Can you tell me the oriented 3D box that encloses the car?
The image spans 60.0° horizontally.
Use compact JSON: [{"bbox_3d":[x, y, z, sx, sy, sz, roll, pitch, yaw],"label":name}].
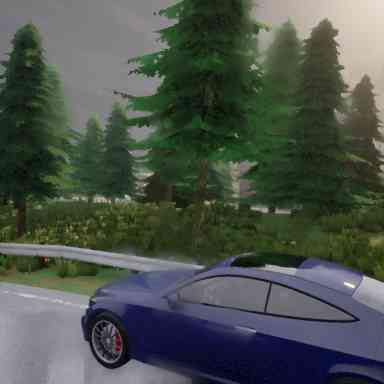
[{"bbox_3d":[0.726,1.500,4.117,4.674,1.442,1.812,1,1,31],"label":"car"}]
